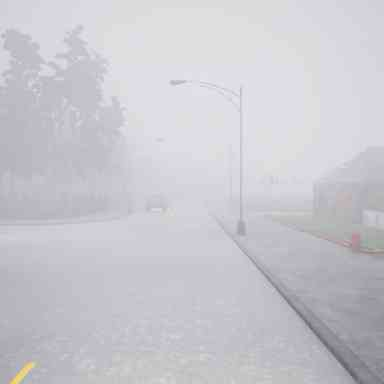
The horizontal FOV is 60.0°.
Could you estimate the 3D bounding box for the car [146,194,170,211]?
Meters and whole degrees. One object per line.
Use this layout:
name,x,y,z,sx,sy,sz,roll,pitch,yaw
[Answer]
car,-4.227,1.221,40.326,2.150,2.045,5.566,0,0,0
